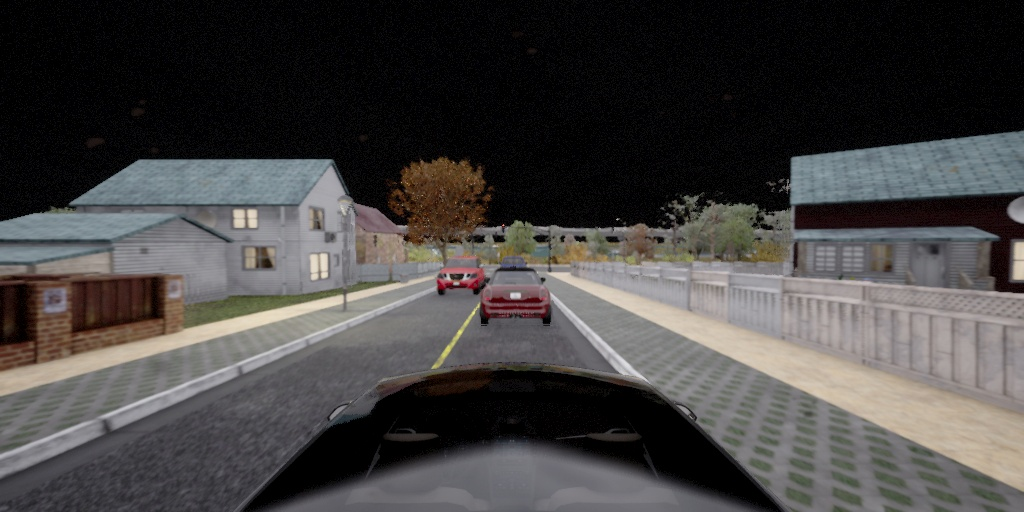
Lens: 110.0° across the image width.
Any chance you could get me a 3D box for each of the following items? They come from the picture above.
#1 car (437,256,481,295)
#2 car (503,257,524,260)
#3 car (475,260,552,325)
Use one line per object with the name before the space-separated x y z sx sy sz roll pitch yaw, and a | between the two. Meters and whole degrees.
car | -2.750 1.021 20.465 2.150 2.045 5.566 0 0 0
car | 0.101 1.073 29.138 2.150 2.045 5.566 0 0 0
car | 0.101 1.136 12.171 2.097 1.767 4.553 0 0 0
